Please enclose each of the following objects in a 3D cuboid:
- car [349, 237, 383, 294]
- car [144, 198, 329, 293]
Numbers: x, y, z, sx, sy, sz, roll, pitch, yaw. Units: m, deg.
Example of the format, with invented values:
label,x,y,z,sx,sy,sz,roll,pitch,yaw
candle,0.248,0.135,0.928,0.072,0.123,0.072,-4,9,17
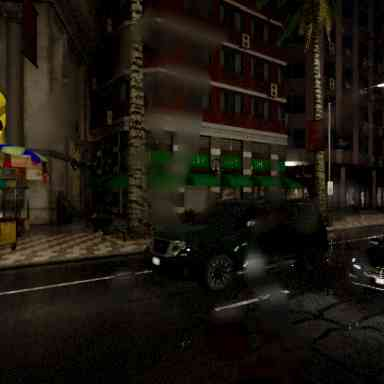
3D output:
label,x,y,z,sx,sy,sz,roll,pitch,yaw
car,5.720,1.504,7.934,4.892,1.490,1.837,0,0,-34
car,1.461,1.218,9.237,5.566,2.045,2.150,-1,0,-34
